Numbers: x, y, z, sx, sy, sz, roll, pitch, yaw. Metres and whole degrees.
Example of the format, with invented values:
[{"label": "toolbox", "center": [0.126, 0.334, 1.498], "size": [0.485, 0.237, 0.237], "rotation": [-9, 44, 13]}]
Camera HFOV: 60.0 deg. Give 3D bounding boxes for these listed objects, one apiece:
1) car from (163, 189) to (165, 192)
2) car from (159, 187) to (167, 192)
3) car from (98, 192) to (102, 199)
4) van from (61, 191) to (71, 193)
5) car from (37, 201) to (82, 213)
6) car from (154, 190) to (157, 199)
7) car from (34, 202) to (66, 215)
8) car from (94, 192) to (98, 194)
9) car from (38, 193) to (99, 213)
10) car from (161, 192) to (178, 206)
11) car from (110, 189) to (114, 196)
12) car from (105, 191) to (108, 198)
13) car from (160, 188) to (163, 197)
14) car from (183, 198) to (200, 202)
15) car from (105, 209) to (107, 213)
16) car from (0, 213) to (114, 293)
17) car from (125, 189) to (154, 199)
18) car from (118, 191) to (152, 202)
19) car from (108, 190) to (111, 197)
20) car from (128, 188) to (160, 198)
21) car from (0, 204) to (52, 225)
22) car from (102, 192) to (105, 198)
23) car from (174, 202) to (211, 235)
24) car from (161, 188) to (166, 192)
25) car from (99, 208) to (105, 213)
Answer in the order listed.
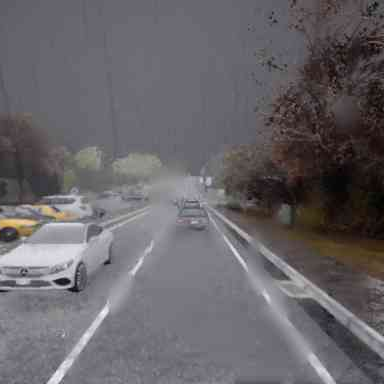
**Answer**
[{"label": "car", "center": [-10.207, 0.618, 87.695], "size": [4.792, 1.488, 2.163], "rotation": [0, 2, 0]}, {"label": "car", "center": [-10.186, 0.276, 93.254], "size": [4.553, 1.767, 2.185], "rotation": [0, 2, 0]}, {"label": "car", "center": [-23.501, 0.894, 73.759], "size": [5.366, 1.575, 1.946], "rotation": [0, 1, 0]}, {"label": "van", "center": [-23.247, 0.749, 59.799], "size": [4.442, 1.987, 1.878], "rotation": [1, 0, 0]}, {"label": "car", "center": [-10.342, 1.545, 21.687], "size": [5.366, 1.575, 1.946], "rotation": [0, 0, 0]}, {"label": "car", "center": [-10.253, 0.954, 68.178], "size": [5.008, 1.535, 2.097], "rotation": [0, 1, 0]}, {"label": "car", "center": [-10.172, 1.533, 18.910], "size": [4.892, 1.521, 2.231], "rotation": [0, 0, 0]}, {"label": "car", "center": [-23.513, 0.925, 70.963], "size": [5.366, 1.575, 1.946], "rotation": [0, 1, 0]}, {"label": "car", "center": [-10.175, 1.312, 24.464], "size": [5.566, 2.045, 2.435], "rotation": [0, 0, 0]}, {"label": "car", "center": [-3.454, 1.302, 54.722], "size": [2.097, 1.767, 4.553], "rotation": [0, 1, 0]}, {"label": "car", "center": [-23.263, 0.667, 84.910], "size": [4.892, 1.521, 2.231], "rotation": [0, 1, 0]}, {"label": "car", "center": [-23.288, 0.803, 79.204], "size": [5.008, 1.535, 2.097], "rotation": [0, 1, 0]}, {"label": "car", "center": [-10.170, 0.615, 82.117], "size": [4.553, 1.767, 2.185], "rotation": [0, 1, 0]}, {"label": "car", "center": [-0.027, 1.500, 39.617], "size": [2.128, 1.511, 4.902], "rotation": [0, 0, 0]}, {"label": "car", "center": [-10.099, 1.624, 30.015], "size": [4.792, 1.488, 2.163], "rotation": [0, 0, 0]}, {"label": "car", "center": [-3.362, 1.518, 8.952], "size": [1.812, 1.442, 4.674], "rotation": [0, 0, 0]}, {"label": "car", "center": [-10.301, 0.841, 65.398], "size": [4.553, 1.767, 2.185], "rotation": [0, 0, 0]}, {"label": "car", "center": [-10.264, 1.007, 59.829], "size": [4.792, 1.488, 2.163], "rotation": [0, 0, 0]}, {"label": "car", "center": [-23.276, 0.740, 81.993], "size": [5.008, 1.535, 2.097], "rotation": [0, 1, 0]}, {"label": "car", "center": [-10.276, 0.681, 70.969], "size": [5.566, 2.045, 2.435], "rotation": [0, 1, 0]}, {"label": "car", "center": [-9.989, 1.514, 16.134], "size": [5.366, 1.575, 1.946], "rotation": [0, 0, 0]}, {"label": "car", "center": [-23.275, 0.887, 76.414], "size": [4.792, 1.488, 2.163], "rotation": [0, 1, 0]}, {"label": "car", "center": [0.064, 1.539, 18.820], "size": [2.033, 1.411, 5.357], "rotation": [0, 0, 0]}, {"label": "car", "center": [-10.197, 0.374, 90.476], "size": [4.553, 1.767, 2.185], "rotation": [0, 2, 0]}, {"label": "car", "center": [-10.143, 1.579, 27.239], "size": [5.008, 1.535, 2.097], "rotation": [0, 0, 0]}]
